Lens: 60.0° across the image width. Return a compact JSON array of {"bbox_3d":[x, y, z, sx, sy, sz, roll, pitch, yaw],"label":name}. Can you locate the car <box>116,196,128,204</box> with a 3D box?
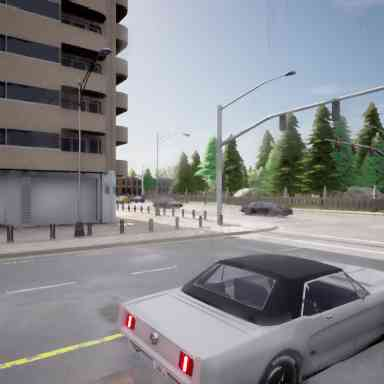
[{"bbox_3d":[-14.043,1.583,60.733,1.812,1.442,4.674,0,0,-36],"label":"car"}]

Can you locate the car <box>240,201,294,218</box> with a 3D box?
[{"bbox_3d":[6.916,1.603,31.405,2.033,1.411,5.357,0,0,-36],"label":"car"}]

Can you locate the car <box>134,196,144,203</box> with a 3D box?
[{"bbox_3d":[-11.624,1.581,69.502,1.812,1.442,4.674,0,0,-36],"label":"car"}]

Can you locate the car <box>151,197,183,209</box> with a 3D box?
[{"bbox_3d":[-3.340,1.603,45.684,2.033,1.411,5.357,0,0,-36],"label":"car"}]

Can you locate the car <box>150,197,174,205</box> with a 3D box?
[{"bbox_3d":[-5.594,1.602,61.146,2.033,1.411,5.357,0,0,-36],"label":"car"}]

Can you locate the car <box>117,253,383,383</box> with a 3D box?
[{"bbox_3d":[1.480,1.601,4.833,4.718,1.301,1.895,0,0,-35],"label":"car"}]

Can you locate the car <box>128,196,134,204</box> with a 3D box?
[{"bbox_3d":[-14.240,1.533,67.153,1.882,1.535,5.008,0,0,-36],"label":"car"}]
